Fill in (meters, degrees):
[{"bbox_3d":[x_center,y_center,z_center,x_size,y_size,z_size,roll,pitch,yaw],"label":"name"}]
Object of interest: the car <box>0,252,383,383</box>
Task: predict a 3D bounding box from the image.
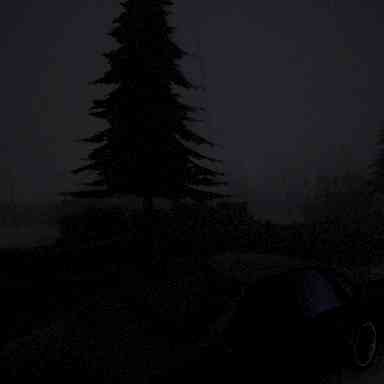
[{"bbox_3d":[0.573,1.546,4.087,5.357,1.411,2.033,0,0,-36],"label":"car"}]
